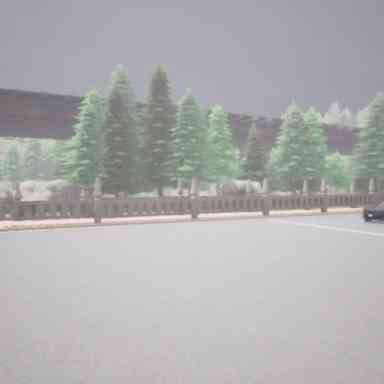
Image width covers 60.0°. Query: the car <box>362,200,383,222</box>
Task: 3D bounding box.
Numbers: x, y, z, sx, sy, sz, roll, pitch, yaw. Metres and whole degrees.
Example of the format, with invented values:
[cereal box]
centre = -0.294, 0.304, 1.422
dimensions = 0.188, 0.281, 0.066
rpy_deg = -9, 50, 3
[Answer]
[car]
centre = 13.338, 1.168, 21.762
dimensions = 5.008, 1.535, 1.882
rpy_deg = 0, 1, -26
